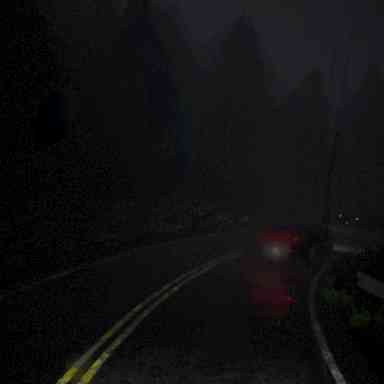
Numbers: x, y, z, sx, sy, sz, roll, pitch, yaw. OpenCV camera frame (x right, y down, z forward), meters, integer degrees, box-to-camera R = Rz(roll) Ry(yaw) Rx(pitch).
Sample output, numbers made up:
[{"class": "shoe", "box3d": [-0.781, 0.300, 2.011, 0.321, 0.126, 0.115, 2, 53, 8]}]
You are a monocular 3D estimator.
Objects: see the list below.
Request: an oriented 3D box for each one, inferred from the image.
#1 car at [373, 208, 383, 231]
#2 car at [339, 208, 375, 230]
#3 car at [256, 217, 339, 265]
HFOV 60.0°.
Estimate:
[{"class": "car", "box3d": [13.547, 1.927, 19.768, 4.892, 1.490, 1.837, 1, 4, -21]}, {"class": "car", "box3d": [12.456, 1.788, 22.919, 4.718, 1.301, 1.895, 1, 4, -19]}, {"class": "car", "box3d": [4.073, 1.729, 12.819, 1.837, 1.490, 4.892, 3, 0, 34]}]
